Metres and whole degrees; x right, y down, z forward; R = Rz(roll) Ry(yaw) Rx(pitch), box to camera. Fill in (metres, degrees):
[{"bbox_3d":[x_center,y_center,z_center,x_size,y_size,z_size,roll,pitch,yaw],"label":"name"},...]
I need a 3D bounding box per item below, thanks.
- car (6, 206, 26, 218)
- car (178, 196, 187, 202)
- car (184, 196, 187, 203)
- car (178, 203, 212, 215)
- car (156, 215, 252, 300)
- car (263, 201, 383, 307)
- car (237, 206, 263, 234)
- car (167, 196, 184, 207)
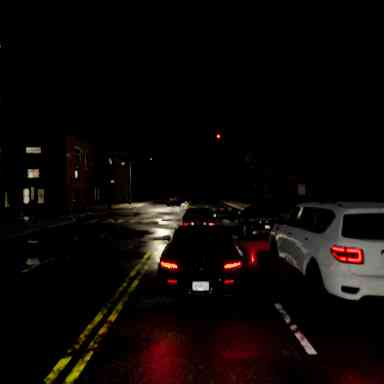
[{"bbox_3d":[-19.577,1.871,33.053,5.357,1.411,2.033,-1,1,-1],"label":"car"},{"bbox_3d":[-2.303,1.607,80.008,1.994,1.385,4.181,0,0,1],"label":"car"},{"bbox_3d":[-2.453,1.538,67.263,2.128,1.511,4.902,0,0,1],"label":"car"},{"bbox_3d":[0.335,1.559,17.878,2.033,1.411,5.357,0,0,1],"label":"car"},{"bbox_3d":[0.207,1.531,8.298,1.812,1.442,4.674,0,0,1],"label":"car"},{"bbox_3d":[3.453,1.227,8.101,2.150,2.045,5.566,0,0,1],"label":"car"},{"bbox_3d":[3.587,1.489,18.019,1.882,1.535,5.008,0,0,1],"label":"car"},{"bbox_3d":[-2.700,1.596,50.245,1.994,1.385,4.181,0,0,1],"label":"car"}]
